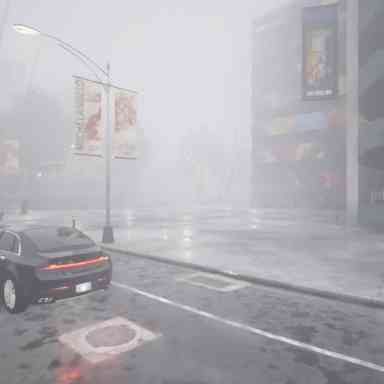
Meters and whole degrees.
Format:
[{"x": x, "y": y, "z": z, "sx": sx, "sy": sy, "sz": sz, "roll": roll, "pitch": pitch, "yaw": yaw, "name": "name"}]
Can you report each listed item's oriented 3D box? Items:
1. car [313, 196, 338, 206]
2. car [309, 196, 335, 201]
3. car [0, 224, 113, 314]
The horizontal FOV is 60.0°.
[{"x": 21.754, "y": 1.413, "z": 53.937, "sx": 2.161, "sy": 1.482, "sz": 4.786, "roll": 0, "pitch": 0, "yaw": 43, "name": "car"}, {"x": 16.349, "y": 1.320, "z": 42.252, "sx": 2.002, "sy": 1.452, "sz": 4.674, "roll": 0, "pitch": 0, "yaw": 43, "name": "car"}, {"x": -3.776, "y": 1.505, "z": 7.753, "sx": 4.892, "sy": 1.490, "sz": 1.837, "roll": 0, "pitch": 0, "yaw": 43, "name": "car"}]
